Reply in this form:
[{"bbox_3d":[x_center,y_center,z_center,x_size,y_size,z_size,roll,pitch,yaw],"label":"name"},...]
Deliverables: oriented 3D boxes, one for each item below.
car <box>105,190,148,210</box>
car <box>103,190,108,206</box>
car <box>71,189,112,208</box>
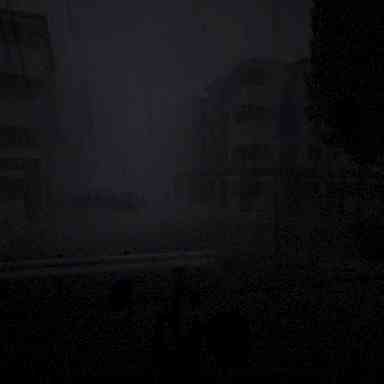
[{"bbox_3d":[-5.085,0.619,27.348,1.853,1.218,4.536,1,2,11],"label":"car"},{"bbox_3d":[-5.079,0.775,27.404,2.038,1.542,4.974,1,2,11],"label":"car"},{"bbox_3d":[-7.825,0.497,26.789,3.633,1.501,1.845,1,2,-8],"label":"car"}]
